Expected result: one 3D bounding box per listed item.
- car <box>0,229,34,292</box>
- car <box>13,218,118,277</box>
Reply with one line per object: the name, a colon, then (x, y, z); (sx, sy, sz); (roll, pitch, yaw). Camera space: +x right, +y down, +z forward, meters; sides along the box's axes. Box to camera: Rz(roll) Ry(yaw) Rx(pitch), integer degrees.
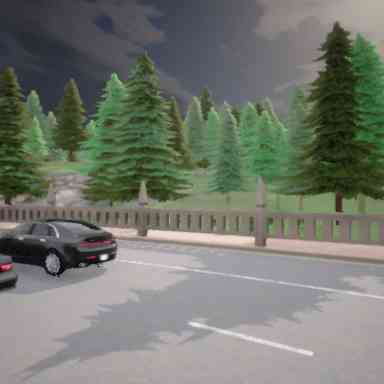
car: (-6.278, 1.612, 7.535); (5.357, 1.411, 2.033); (0, -1, 29)
car: (-4.564, 1.591, 10.537); (4.892, 1.490, 1.837); (0, -1, 30)
